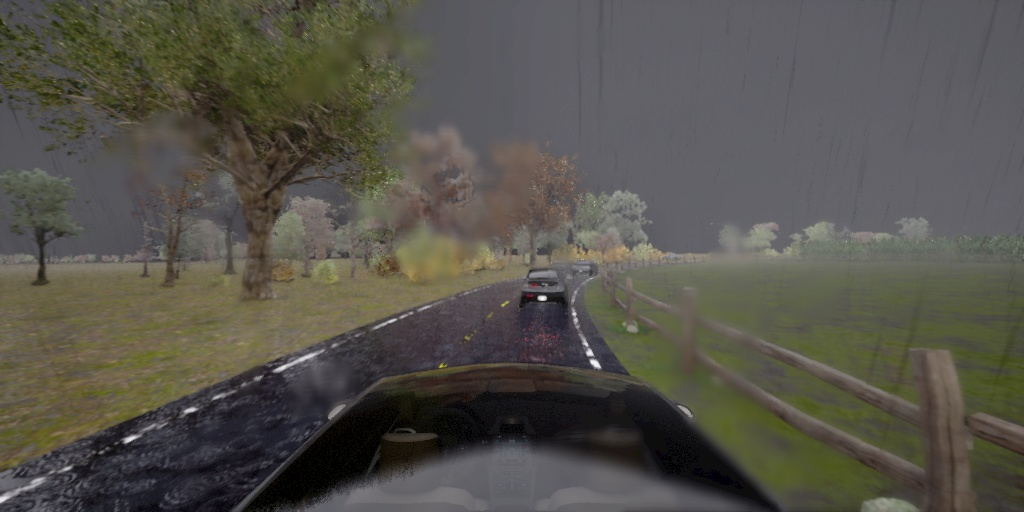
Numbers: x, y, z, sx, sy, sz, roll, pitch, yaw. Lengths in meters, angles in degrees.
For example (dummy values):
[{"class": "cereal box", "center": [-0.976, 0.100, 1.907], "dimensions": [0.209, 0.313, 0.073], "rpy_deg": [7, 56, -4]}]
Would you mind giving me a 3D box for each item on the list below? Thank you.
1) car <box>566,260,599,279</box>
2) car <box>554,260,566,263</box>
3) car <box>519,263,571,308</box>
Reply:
[{"class": "car", "center": [7.004, 1.104, 33.927], "dimensions": [2.128, 1.511, 4.902], "rpy_deg": [0, 1, 22]}, {"class": "car", "center": [5.323, 1.137, 37.352], "dimensions": [1.994, 1.385, 4.181], "rpy_deg": [0, 1, 25]}, {"class": "car", "center": [1.434, 1.227, 14.992], "dimensions": [1.837, 1.490, 4.892], "rpy_deg": [0, 0, 9]}]
